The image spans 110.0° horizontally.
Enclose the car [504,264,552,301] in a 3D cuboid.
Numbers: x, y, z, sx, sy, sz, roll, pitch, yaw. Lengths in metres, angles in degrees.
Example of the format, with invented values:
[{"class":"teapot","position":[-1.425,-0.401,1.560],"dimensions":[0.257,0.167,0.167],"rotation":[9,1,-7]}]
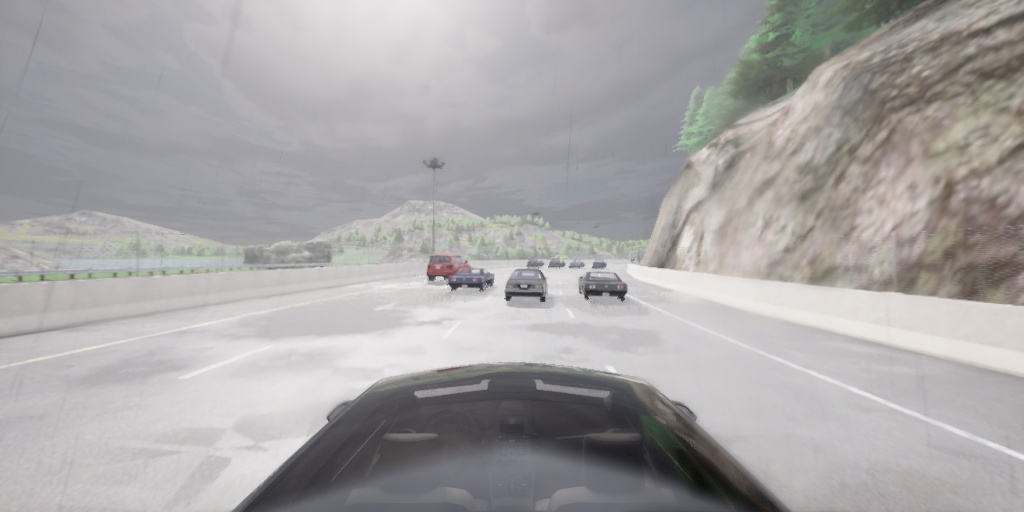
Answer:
[{"class":"car","position":[0.774,1.310,17.414],"dimensions":[2.033,1.411,5.357],"rotation":[1,0,6]}]

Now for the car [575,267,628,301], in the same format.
[{"class":"car","position":[4.388,1.402,17.987],"dimensions":[1.895,1.301,4.718],"rotation":[1,0,6]}]

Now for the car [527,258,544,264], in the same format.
[{"class":"car","position":[4.222,1.163,63.154],"dimensions":[2.097,1.767,4.553],"rotation":[1,0,21]}]

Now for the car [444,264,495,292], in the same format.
[{"class":"car","position":[-2.262,1.332,21.398],"dimensions":[1.895,1.301,4.718],"rotation":[1,0,7]}]

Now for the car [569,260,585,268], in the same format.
[{"class":"car","position":[11.416,1.434,62.606],"dimensions":[2.033,1.411,5.357],"rotation":[1,0,23]}]

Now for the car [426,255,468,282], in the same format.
[{"class":"car","position":[-4.884,0.928,28.385],"dimensions":[2.150,2.045,5.566],"rotation":[0,0,9]}]

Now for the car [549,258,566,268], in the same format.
[{"class":"car","position":[7.990,1.202,62.880],"dimensions":[2.097,1.767,4.553],"rotation":[1,0,21]}]

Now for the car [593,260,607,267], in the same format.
[{"class":"car","position":[15.211,1.404,62.110],"dimensions":[1.882,1.535,5.008],"rotation":[0,0,22]}]
